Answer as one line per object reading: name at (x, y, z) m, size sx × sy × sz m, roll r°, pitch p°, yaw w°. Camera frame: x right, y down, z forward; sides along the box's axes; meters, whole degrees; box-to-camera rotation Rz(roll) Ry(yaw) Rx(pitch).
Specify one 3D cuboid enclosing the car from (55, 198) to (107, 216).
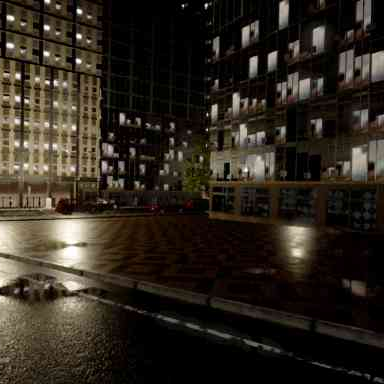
car at (-12.494, 1.647, 36.828) m, size 5.009 × 1.841 × 2.192 m, roll 1°, pitch 1°, yaw -34°

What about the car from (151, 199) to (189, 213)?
car at (-3.130, 1.967, 43.216) m, size 4.507 × 1.381 × 1.887 m, roll 1°, pitch 1°, yaw -34°

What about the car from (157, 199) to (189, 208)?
car at (-3.020, 1.786, 52.823) m, size 4.829 × 1.417 × 1.752 m, roll 1°, pitch 1°, yaw -34°

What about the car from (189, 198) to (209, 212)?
car at (1.559, 1.783, 46.404) m, size 5.009 × 1.841 × 2.192 m, roll 1°, pitch 1°, yaw -34°

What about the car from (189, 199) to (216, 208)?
car at (1.804, 1.874, 56.112) m, size 4.313 × 1.339 × 1.947 m, roll 1°, pitch 1°, yaw -34°

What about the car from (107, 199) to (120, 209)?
car at (-12.250, 1.722, 46.535) m, size 4.403 × 1.369 × 2.008 m, roll 1°, pitch 1°, yaw -34°
